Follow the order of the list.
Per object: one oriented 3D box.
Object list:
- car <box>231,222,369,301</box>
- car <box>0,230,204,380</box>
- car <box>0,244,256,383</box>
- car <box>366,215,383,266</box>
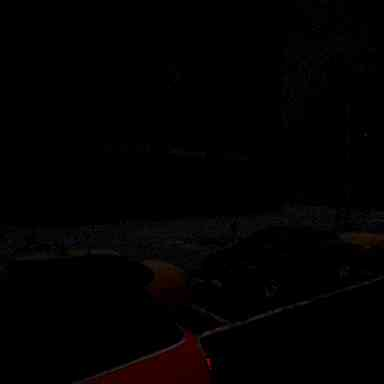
[{"bbox_3d":[2.285,1.555,8.300,4.313,1.339,1.947,0,0,-36],"label":"car"},{"bbox_3d":[-2.271,1.524,5.032,4.829,1.417,1.752,0,0,-36],"label":"car"},{"bbox_3d":[-2.013,1.353,1.936,4.553,1.767,2.097,0,0,-36],"label":"car"},{"bbox_3d":[6.566,1.506,11.370,4.829,1.417,1.752,0,0,-36],"label":"car"}]
